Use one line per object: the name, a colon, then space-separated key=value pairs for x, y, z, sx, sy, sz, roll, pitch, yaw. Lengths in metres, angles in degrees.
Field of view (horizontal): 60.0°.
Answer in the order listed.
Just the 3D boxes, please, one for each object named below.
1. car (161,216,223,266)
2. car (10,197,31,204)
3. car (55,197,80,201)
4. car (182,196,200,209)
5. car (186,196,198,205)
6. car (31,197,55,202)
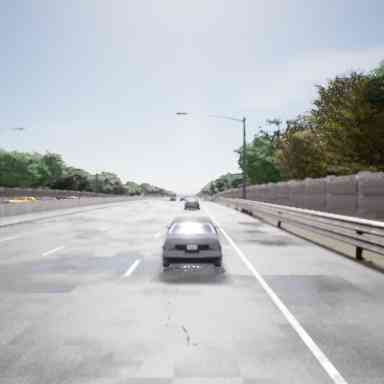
car: x=0.003 y=1.531 z=11.437 sx=2.033 sy=1.411 sz=5.357 roll=0 pitch=0 yaw=0
car: x=-24.557 y=1.452 z=48.472 sx=1.882 sy=1.535 sz=5.008 roll=0 pitch=0 yaw=0
car: x=-17.560 y=1.466 z=48.523 sx=2.128 sy=1.511 sz=4.902 roll=0 pitch=0 yaw=0
car: x=0.011 y=1.520 z=43.372 sx=1.994 sy=1.385 sz=4.181 roll=0 pitch=0 yaw=0
car: x=0.016 y=1.543 z=59.425 sx=2.128 sy=1.511 sz=4.902 roll=0 pitch=-1 yaw=0
car: x=-21.058 y=1.500 z=48.520 sx=1.812 sy=1.442 sz=4.674 roll=0 pitch=0 yaw=0
